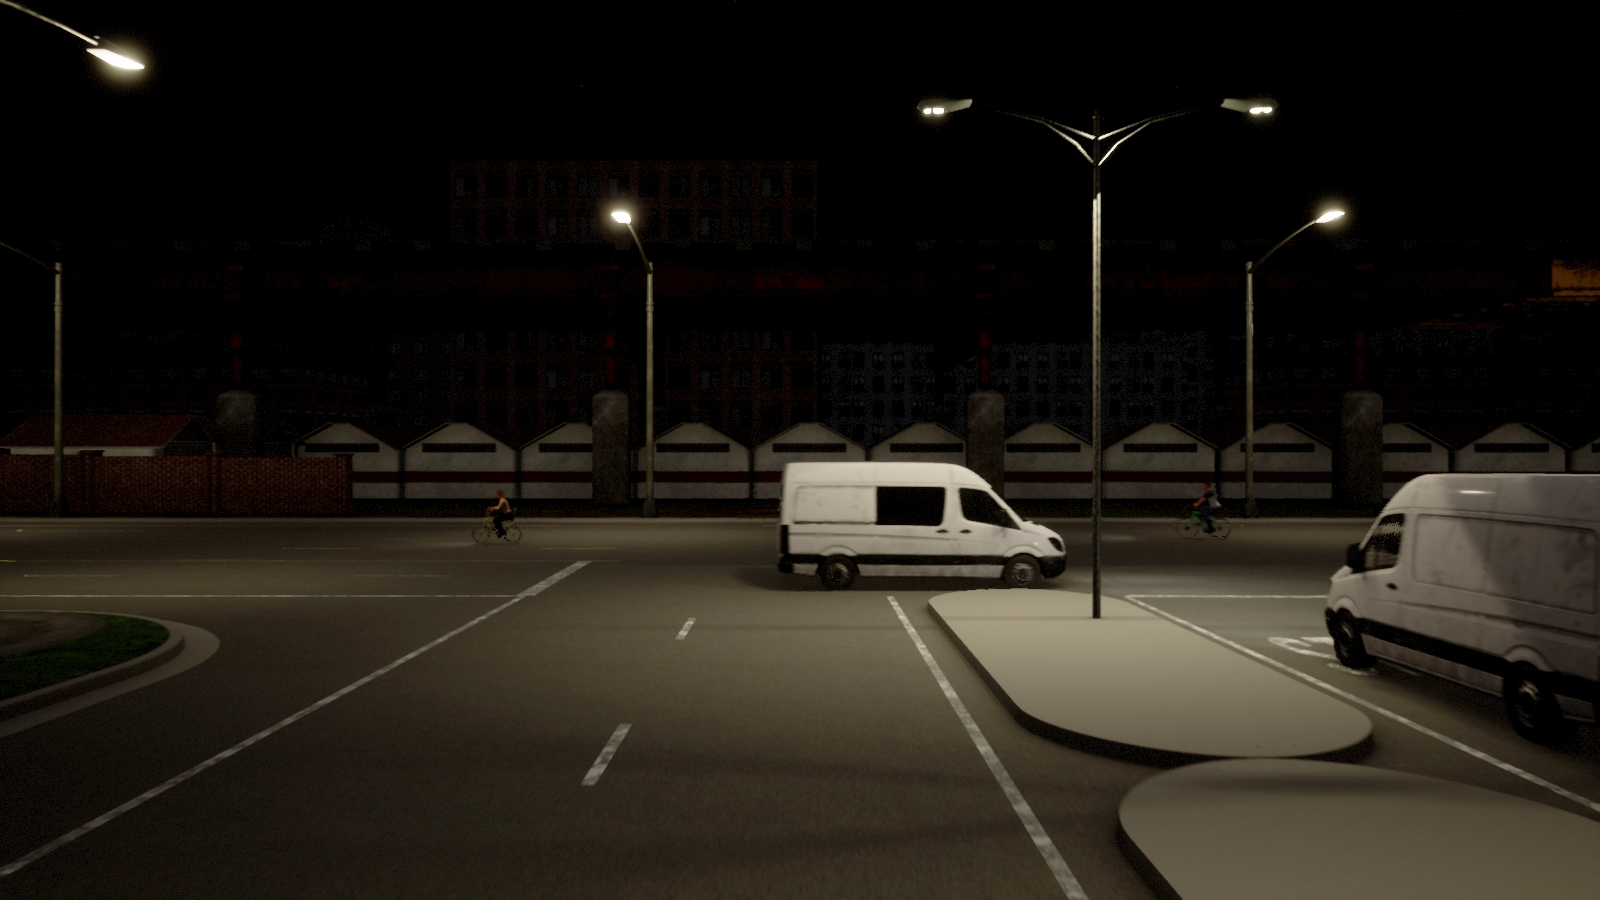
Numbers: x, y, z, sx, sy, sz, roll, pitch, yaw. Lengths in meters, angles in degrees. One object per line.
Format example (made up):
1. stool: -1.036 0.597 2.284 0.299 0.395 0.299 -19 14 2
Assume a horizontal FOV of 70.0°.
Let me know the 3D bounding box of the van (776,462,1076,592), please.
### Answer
1. van: 2.494 1.534 23.570 5.915 2.561 1.988 0 0 0

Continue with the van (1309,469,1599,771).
1. van: 7.986 1.534 12.730 1.988 2.561 5.915 0 0 0

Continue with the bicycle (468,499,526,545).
1. bicycle: -9.037 2.145 34.095 1.487 1.301 0.859 0 0 0
